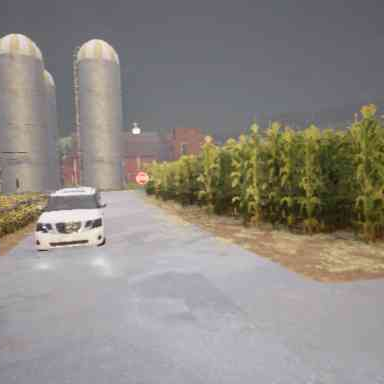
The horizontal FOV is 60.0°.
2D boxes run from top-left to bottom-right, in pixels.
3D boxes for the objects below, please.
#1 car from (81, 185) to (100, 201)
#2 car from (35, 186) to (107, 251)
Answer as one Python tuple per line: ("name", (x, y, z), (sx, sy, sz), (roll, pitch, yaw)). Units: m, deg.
("car", (-11.229, 0.082, 37.054), (1.812, 1.442, 4.674), (-3, 3, -15))
("car", (-4.595, 0.936, 13.041), (2.150, 2.045, 5.566), (-3, 4, -15))
